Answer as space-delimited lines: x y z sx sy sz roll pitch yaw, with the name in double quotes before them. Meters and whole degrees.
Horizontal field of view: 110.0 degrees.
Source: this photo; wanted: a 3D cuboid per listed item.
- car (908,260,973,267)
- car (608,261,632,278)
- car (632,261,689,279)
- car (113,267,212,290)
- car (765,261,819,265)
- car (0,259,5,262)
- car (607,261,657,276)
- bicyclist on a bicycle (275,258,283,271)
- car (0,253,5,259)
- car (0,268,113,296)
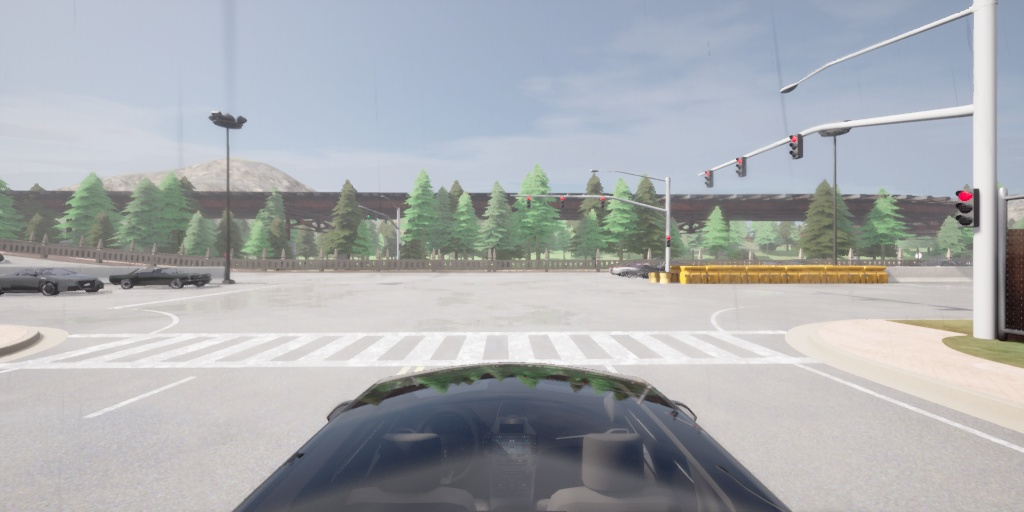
"car" 36.922 1.102 31.131 4.553 1.767 2.097 0 0 -1
"car" 11.971 1.351 33.864 4.718 1.301 1.895 0 0 -2
"car" 13.205 1.228 30.401 5.008 1.535 1.882 0 0 -2
"car" -21.484 1.345 22.115 4.718 1.301 1.895 0 0 -2
"car" 27.289 1.227 34.340 5.008 1.535 1.882 0 0 -2
"car" -34.684 1.055 21.715 5.008 1.535 1.882 2 0 -2
"car" 12.454 1.276 37.380 4.674 1.442 1.812 0 0 -2
"bicyclist on a bicycle" -28.458 1.041 43.894 0.582 1.620 1.656 0 0 -2
"car" -53.090 -0.220 35.325 4.181 1.385 1.994 7 0 -1
"car" -24.024 1.305 18.537 4.181 1.385 1.994 0 0 -2
